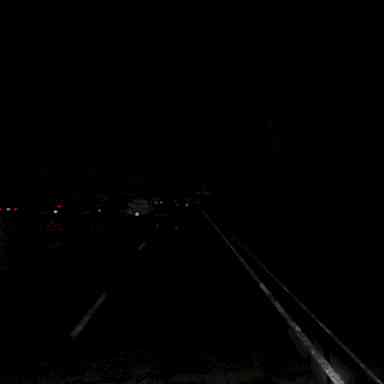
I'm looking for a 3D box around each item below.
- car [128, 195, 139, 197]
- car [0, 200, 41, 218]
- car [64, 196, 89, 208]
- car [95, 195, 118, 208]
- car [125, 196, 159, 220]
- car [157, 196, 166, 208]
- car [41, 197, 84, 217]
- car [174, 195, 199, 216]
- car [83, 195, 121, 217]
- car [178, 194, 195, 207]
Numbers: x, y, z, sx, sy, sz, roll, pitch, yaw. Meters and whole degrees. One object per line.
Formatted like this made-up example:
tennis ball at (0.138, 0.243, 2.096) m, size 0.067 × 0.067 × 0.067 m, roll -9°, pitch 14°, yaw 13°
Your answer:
car at (-7.762, 1.168, 44.742) m, size 1.837 × 1.490 × 4.892 m, roll 0°, pitch 1°, yaw -1°
car at (-14.447, 1.377, 28.607) m, size 2.033 × 1.411 × 5.357 m, roll 0°, pitch 0°, yaw -1°
car at (-14.910, 1.273, 43.184) m, size 1.994 × 1.385 × 4.181 m, roll 0°, pitch 1°, yaw -4°
car at (-11.259, 1.159, 44.324) m, size 1.882 × 1.535 × 5.008 m, roll 0°, pitch 1°, yaw -1°
car at (-3.916, 1.326, 25.886) m, size 1.812 × 1.442 × 4.674 m, roll 0°, pitch 1°, yaw -1°
car at (-4.186, 1.227, 40.574) m, size 2.033 × 1.411 × 5.357 m, roll 0°, pitch 1°, yaw -1°
car at (-10.968, 1.312, 29.056) m, size 1.837 × 1.490 × 4.892 m, roll 0°, pitch 0°, yaw -1°
car at (-0.481, 1.106, 29.729) m, size 2.097 × 1.767 × 4.553 m, roll 0°, pitch 1°, yaw -1°
car at (-7.451, 1.282, 29.028) m, size 2.128 × 1.511 × 4.902 m, roll 0°, pitch 0°, yaw -1°
car at (-0.753, 1.126, 44.091) m, size 2.128 × 1.511 × 4.902 m, roll 0°, pitch 1°, yaw -1°
